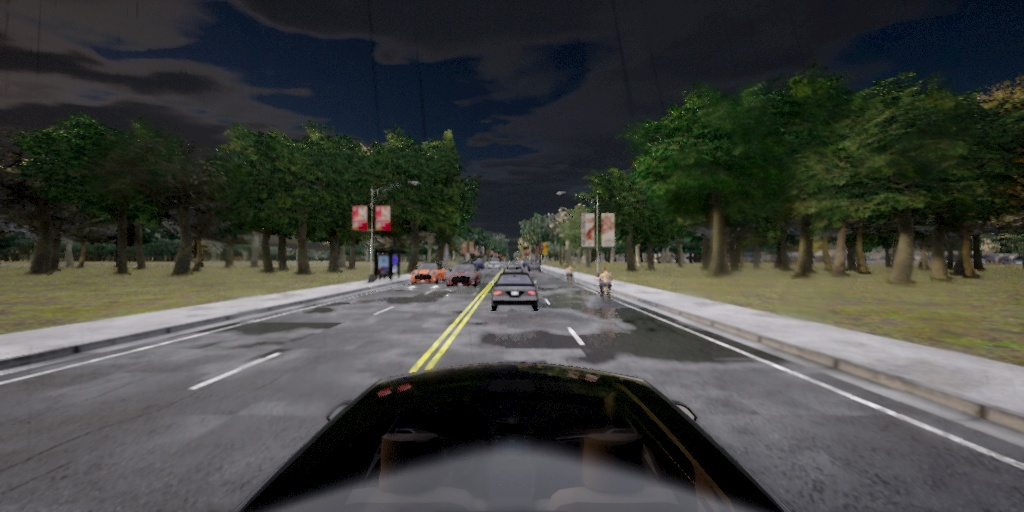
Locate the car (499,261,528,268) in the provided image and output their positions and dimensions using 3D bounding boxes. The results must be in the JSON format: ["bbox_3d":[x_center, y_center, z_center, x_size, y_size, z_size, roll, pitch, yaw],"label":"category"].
[{"bbox_3d":[0.104,1.468,34.532,2.128,1.511,4.902,0,0,0],"label":"car"}]

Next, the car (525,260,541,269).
[{"bbox_3d":[3.356,1.616,55.402,2.128,1.511,4.902,0,0,0],"label":"car"}]

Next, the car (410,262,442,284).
[{"bbox_3d":[-6.595,1.288,28.747,2.097,1.767,4.553,0,0,0],"label":"car"}]

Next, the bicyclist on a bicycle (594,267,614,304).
[{"bbox_3d":[4.163,1.284,15.998,0.866,1.612,1.509,0,0,0],"label":"bicyclist on a bicycle"}]

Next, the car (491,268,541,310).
[{"bbox_3d":[0.101,1.390,15.202,2.033,1.411,5.357,0,0,0],"label":"car"}]

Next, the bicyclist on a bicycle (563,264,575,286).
[{"bbox_3d":[4.164,1.353,25.887,0.866,1.612,1.509,0,0,0],"label":"bicyclist on a bicycle"}]

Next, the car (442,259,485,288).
[{"bbox_3d":[-3.345,1.265,25.470,2.097,1.767,4.553,0,0,0],"label":"car"}]
